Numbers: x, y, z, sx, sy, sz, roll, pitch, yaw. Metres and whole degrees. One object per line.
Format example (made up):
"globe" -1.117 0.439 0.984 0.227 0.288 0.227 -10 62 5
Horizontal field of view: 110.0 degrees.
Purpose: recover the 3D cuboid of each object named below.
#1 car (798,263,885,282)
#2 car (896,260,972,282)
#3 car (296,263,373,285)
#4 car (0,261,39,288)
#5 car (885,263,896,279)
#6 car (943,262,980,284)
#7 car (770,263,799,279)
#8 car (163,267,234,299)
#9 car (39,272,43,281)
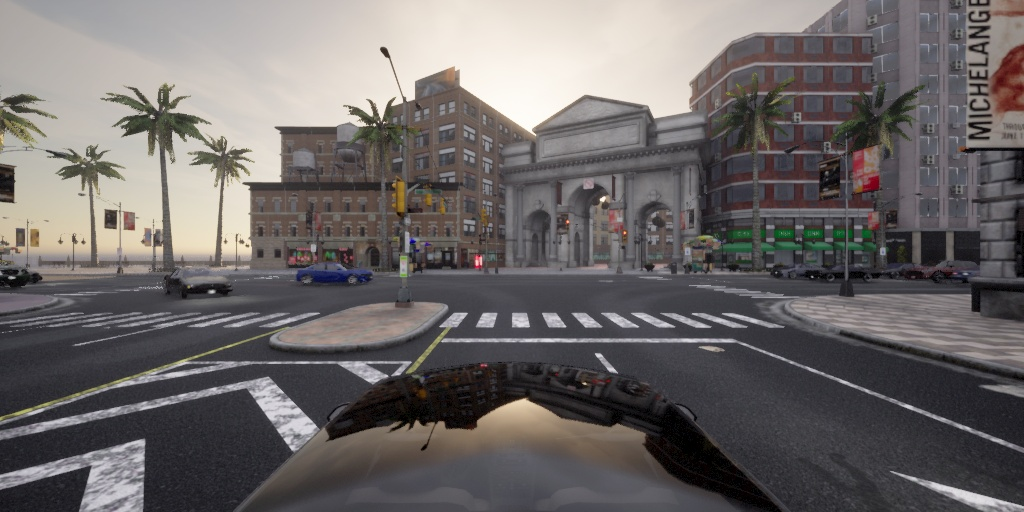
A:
"car" 26.107 1.349 28.517 4.718 1.301 1.895 0 0 1
"car" 34.063 1.100 28.363 4.553 1.767 2.097 0 0 2
"car" -12.372 1.226 25.118 5.008 1.535 1.882 0 0 0
"car" -33.044 0.972 21.774 5.566 2.045 2.150 0 0 0
"car" 34.847 1.295 31.902 5.357 1.411 2.033 0 0 1
"car" 33.855 1.296 24.769 5.357 1.411 2.033 0 0 0
"car" 25.592 1.312 32.005 4.181 1.385 1.994 0 0 1
"car" -16.219 1.296 18.426 5.357 1.411 2.033 0 0 36
"car" -36.355 1.253 25.299 4.892 1.490 1.837 0 0 0
